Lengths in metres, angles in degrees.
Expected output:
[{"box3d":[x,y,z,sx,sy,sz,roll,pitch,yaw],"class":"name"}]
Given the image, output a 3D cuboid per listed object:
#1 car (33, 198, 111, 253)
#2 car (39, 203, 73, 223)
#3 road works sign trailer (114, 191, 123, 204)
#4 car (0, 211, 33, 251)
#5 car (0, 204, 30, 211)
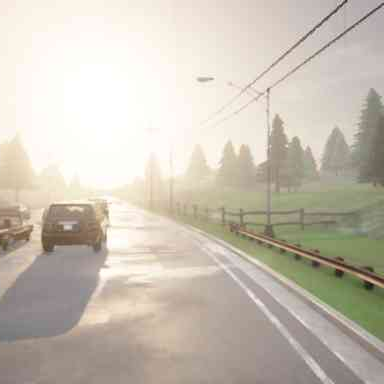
[{"box3d":[-4.962,1.380,14.662,2.150,2.045,5.566,0,0,-10],"class":"car"},{"box3d":[-12.099,1.810,29.974,2.128,1.511,4.902,0,0,-13],"class":"car"},{"box3d":[-20.515,1.430,92.581,2.380,3.560,2.880,0,-1,-14],"class":"road works sign trailer"},{"box3d":[-8.544,1.759,14.722,1.895,1.301,4.718,0,-1,-11],"class":"car"},{"box3d":[-15.495,1.817,29.125,1.837,1.490,4.892,0,0,-13],"class":"car"}]
